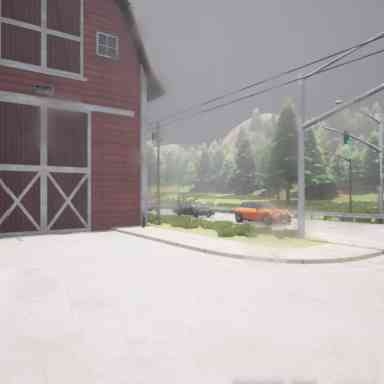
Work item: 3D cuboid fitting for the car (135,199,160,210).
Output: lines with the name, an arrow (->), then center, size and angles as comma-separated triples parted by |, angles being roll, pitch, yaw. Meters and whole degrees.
car -> -6.640, 1.847, 49.556 | 1.812, 1.442, 4.674 | 0, 0, -34

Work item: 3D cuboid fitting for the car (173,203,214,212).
car -> 0.026, 1.770, 33.435 | 2.033, 1.411, 5.357 | 0, 0, -34

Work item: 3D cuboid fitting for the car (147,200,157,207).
car -> -5.594, 1.839, 41.650 | 1.994, 1.385, 4.181 | 0, 0, -35

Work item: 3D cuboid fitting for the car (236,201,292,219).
car -> 5.405, 1.524, 25.577 | 2.097, 1.767, 4.553 | 0, 0, -34
